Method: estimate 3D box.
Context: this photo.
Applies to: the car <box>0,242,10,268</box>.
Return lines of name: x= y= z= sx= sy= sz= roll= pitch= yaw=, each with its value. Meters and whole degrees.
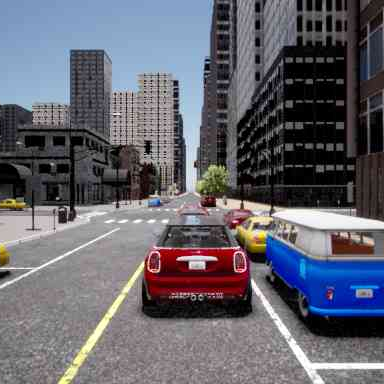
car: x=-5.701 y=1.525 z=6.847 sx=1.752 sy=1.417 sz=4.829 roll=0 pitch=0 yaw=0

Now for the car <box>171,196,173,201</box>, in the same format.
car: x=-5.789 y=1.653 z=72.825 sx=2.008 sy=1.369 sz=4.403 roll=0 pitch=0 yaw=0

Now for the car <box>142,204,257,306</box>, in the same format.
car: x=0.089 y=1.352 z=8.168 sx=2.097 sy=1.767 sz=4.553 roll=0 pitch=0 yaw=0

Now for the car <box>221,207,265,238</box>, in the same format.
car: x=2.663 y=1.587 z=18.355 sx=1.802 sy=1.307 sz=4.206 roll=0 pitch=0 yaw=0

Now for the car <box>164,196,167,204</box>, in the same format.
car: x=-5.767 y=1.505 z=56.254 sx=1.967 sy=1.590 sz=4.097 roll=0 pitch=0 yaw=0

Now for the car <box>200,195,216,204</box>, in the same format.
car: x=2.620 y=1.369 z=50.743 sx=2.192 sy=1.841 sz=5.009 roll=0 pitch=0 yaw=0

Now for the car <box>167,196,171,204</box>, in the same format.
car: x=-5.782 y=1.529 z=67.303 sx=1.967 sy=1.590 sz=4.097 roll=0 pitch=0 yaw=0

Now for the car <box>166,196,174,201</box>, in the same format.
car: x=-5.811 y=1.673 z=89.227 sx=1.752 sy=1.417 sz=4.829 roll=0 pitch=0 yaw=0

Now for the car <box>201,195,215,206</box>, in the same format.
car: x=2.612 y=1.380 z=56.268 sx=2.192 sy=1.841 sz=5.009 roll=0 pitch=0 yaw=0

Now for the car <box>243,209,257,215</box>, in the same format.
car: x=2.671 y=1.527 z=12.863 sx=1.752 sy=1.417 sz=4.829 roll=0 pitch=0 yaw=0

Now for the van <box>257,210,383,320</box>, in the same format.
van: x=2.678 y=1.341 z=7.028 sx=1.690 sy=1.788 sz=3.998 roll=0 pitch=0 yaw=0

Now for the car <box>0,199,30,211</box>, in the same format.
car: x=-21.460 y=1.469 z=38.541 sx=4.829 sy=1.417 sz=1.752 roll=0 pitch=0 yaw=0

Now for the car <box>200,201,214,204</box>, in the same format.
car: x=0.077 y=1.482 z=17.374 sx=1.882 sy=1.535 sz=5.008 roll=0 pitch=0 yaw=0

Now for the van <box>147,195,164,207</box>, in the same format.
van: x=-5.760 y=1.395 z=50.730 sx=1.690 sy=1.788 sz=3.998 roll=0 pitch=0 yaw=0

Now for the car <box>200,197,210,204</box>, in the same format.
car: x=2.599 y=1.655 z=67.316 sx=1.947 sy=1.339 sz=4.313 roll=0 pitch=0 yaw=0
